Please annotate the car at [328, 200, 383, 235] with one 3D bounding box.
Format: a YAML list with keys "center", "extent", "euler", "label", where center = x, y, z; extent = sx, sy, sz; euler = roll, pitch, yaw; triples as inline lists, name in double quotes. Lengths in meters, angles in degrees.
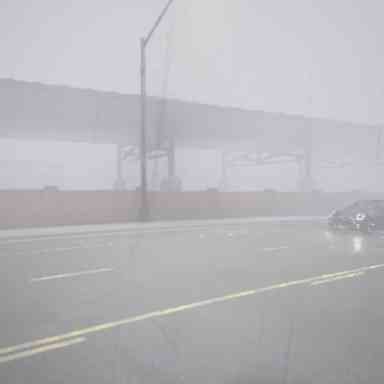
- center: [9.480, 1.196, 17.759]
  extent: [4.553, 1.767, 2.097]
  euler: [1, 1, -28]
  label: "car"
